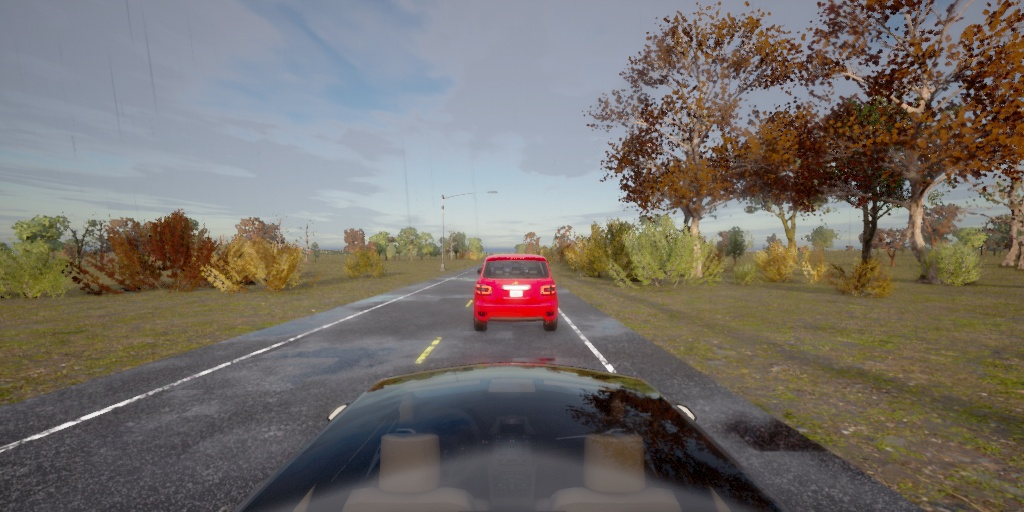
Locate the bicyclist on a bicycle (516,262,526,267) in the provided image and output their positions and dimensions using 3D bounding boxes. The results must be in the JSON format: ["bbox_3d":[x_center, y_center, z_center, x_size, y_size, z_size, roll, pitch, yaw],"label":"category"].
[{"bbox_3d":[0.856,1.108,30.228,0.659,1.776,1.843,0,0,0],"label":"bicyclist on a bicycle"}]

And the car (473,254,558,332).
[{"bbox_3d":[0.077,0.967,11.049,2.150,2.045,5.566,0,0,-1],"label":"car"}]

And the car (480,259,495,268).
[{"bbox_3d":[-3.969,1.221,59.116,2.128,1.511,4.902,0,0,-1],"label":"car"}]
